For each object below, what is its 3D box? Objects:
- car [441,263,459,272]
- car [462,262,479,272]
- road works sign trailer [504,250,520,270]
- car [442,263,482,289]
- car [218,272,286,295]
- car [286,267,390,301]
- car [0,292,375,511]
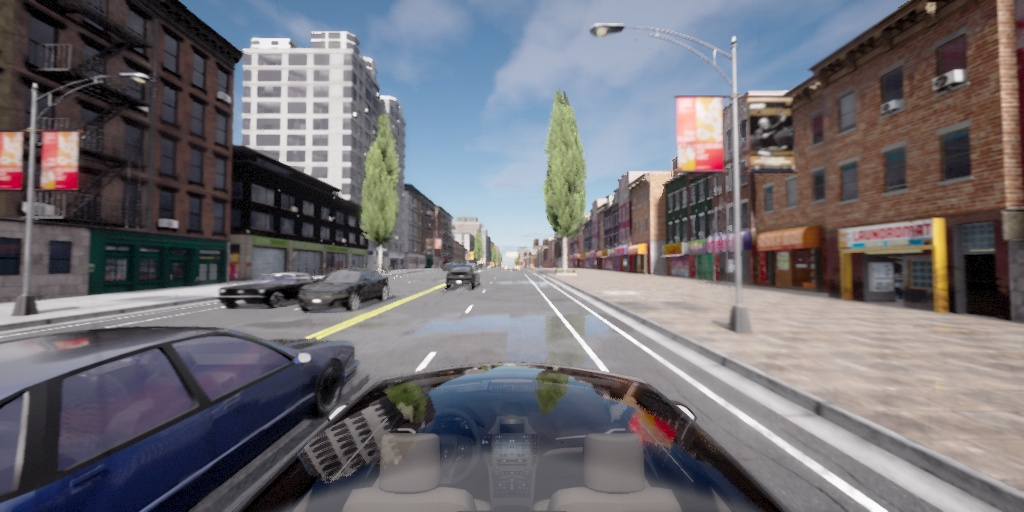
[{"bbox_3d":[-9.793,1.754,56.743,1.994,1.385,4.181,0,-1,1],"label":"car"},{"bbox_3d":[-6.537,1.736,56.591,2.033,1.411,5.357,0,-1,1],"label":"car"},{"bbox_3d":[0.005,0.792,64.930,2.380,3.560,2.880,0,0,0],"label":"road works sign trailer"},{"bbox_3d":[-3.151,1.315,23.730,1.837,1.490,4.892,0,0,0],"label":"car"},{"bbox_3d":[-9.849,1.370,15.232,1.895,1.301,4.718,0,0,0],"label":"car"},{"bbox_3d":[-6.597,1.245,14.622,1.882,1.535,5.008,0,0,0],"label":"car"},{"bbox_3d":[-3.151,1.298,2.821,2.033,1.411,5.357,0,0,0],"label":"car"}]
